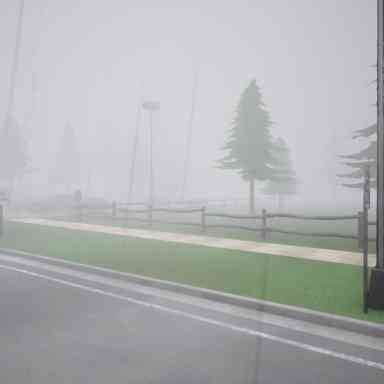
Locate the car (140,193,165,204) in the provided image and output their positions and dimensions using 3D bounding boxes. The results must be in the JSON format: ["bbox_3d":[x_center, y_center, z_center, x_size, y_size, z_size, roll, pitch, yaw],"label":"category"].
[{"bbox_3d":[-6.762,1.220,58.597,2.150,2.045,5.566,0,0,35],"label":"car"}]

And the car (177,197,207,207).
[{"bbox_3d":[0.333,1.477,50.436,1.882,1.535,5.008,0,0,35],"label":"car"}]

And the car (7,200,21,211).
[{"bbox_3d":[-19.715,1.491,40.182,2.128,1.511,4.902,0,0,35],"label":"car"}]

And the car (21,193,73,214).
[{"bbox_3d":[-14.572,1.221,35.327,2.150,2.045,5.566,0,0,35],"label":"car"}]

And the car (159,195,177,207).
[{"bbox_3d":[-2.636,1.564,52.299,1.994,1.385,4.181,0,0,35],"label":"car"}]

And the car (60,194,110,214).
[{"bbox_3d":[-10.843,1.352,34.544,2.097,1.767,4.553,0,0,35],"label":"car"}]
